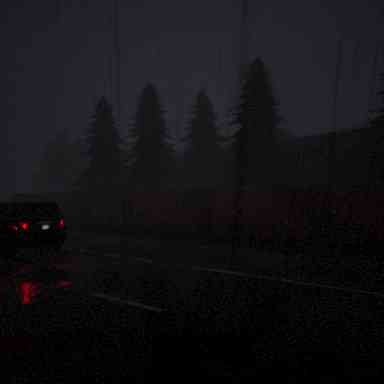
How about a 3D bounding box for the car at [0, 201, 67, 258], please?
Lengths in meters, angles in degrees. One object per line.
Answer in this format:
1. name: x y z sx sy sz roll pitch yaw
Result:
1. car: -7.458 1.408 13.814 5.566 2.045 2.150 -1 0 38
